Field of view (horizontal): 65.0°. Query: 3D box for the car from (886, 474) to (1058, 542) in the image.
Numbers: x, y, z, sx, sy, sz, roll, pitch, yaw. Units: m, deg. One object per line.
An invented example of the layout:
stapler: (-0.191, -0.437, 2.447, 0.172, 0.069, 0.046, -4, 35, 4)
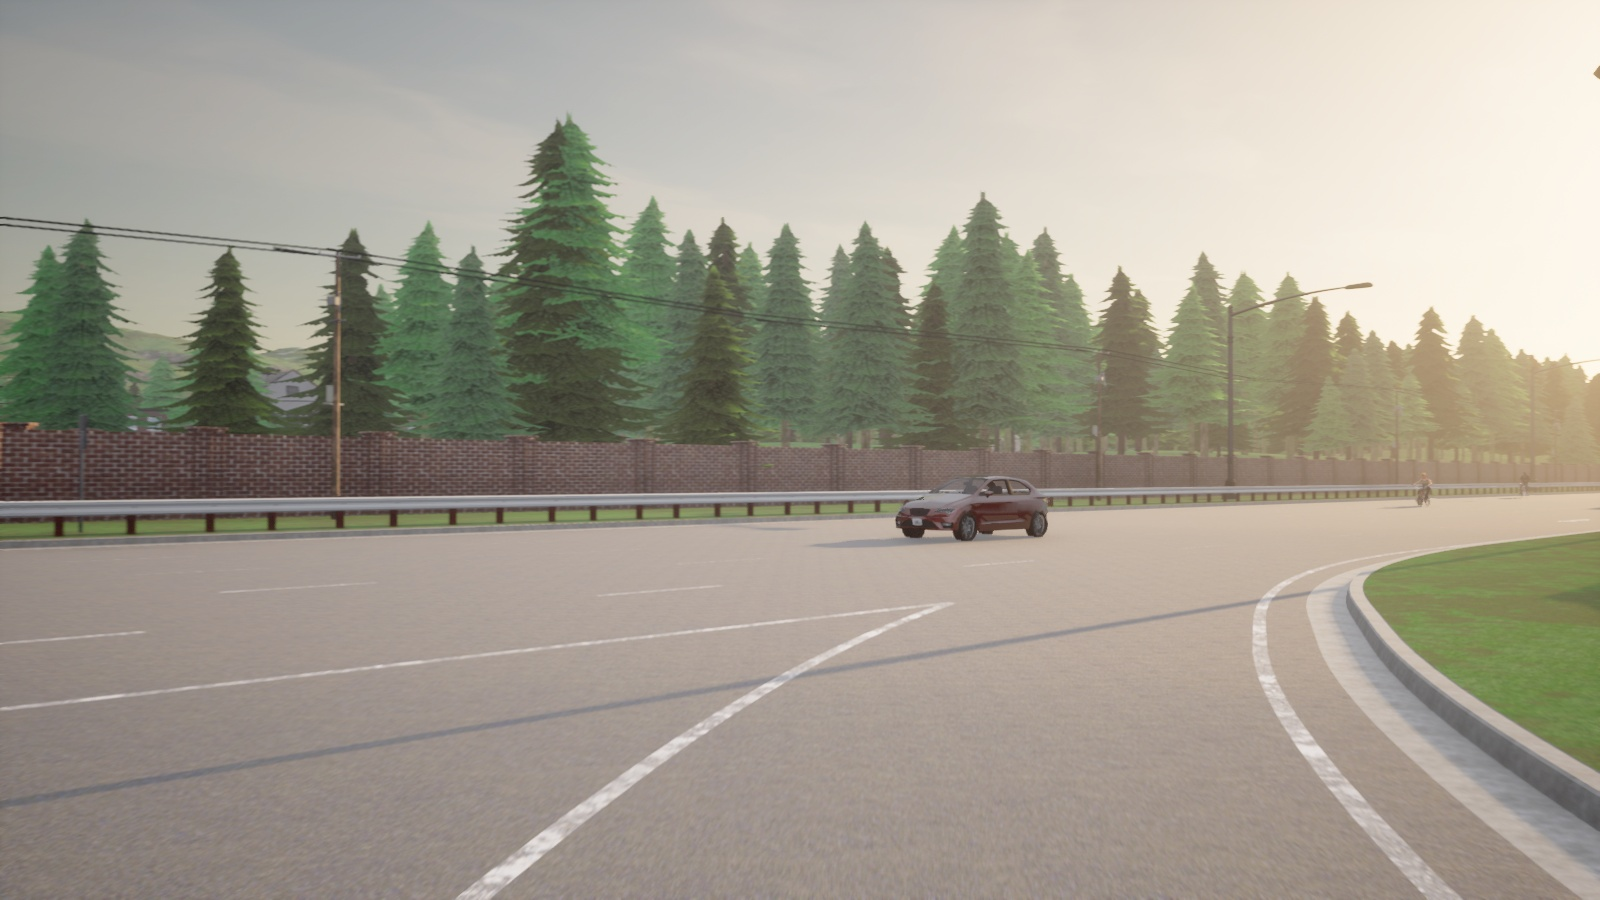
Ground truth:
car: (4.107, 1.306, 29.517, 4.193, 1.474, 1.816, 1, -1, -45)
